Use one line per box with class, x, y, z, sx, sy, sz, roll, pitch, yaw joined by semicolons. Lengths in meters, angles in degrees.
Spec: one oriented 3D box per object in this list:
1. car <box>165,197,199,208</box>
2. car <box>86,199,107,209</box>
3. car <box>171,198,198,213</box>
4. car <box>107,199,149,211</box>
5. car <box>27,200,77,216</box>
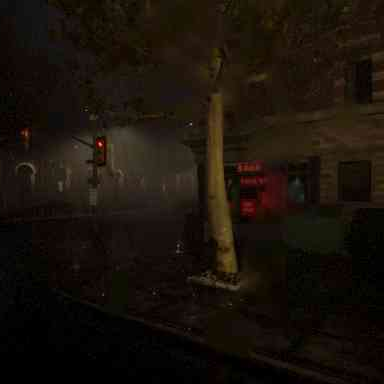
car;-1.368;1.547;48.282;2.033;1.411;5.357;0;0;36
car;-11.918;1.595;45.144;1.895;1.301;4.718;0;0;36
car;-0.057;1.477;36.202;1.882;1.535;5.008;0;0;36
car;-7.440;1.601;40.004;1.895;1.301;4.718;0;0;36
car;-13.334;1.526;31.926;1.812;1.442;4.674;0;0;36
